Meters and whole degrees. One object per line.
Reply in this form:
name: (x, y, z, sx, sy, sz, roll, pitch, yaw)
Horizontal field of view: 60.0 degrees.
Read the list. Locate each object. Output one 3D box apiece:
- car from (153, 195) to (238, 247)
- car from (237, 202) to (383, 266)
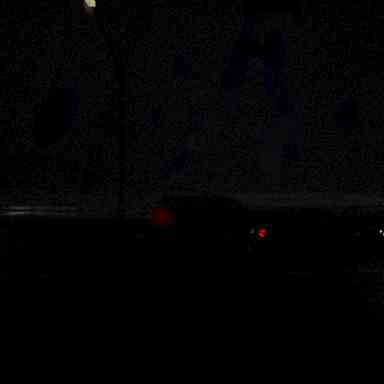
car: (1.112, 1.155, 14.327, 5.566, 2.045, 2.150, 0, 1, -4)
car: (4.073, 1.316, 11.096, 4.553, 1.767, 2.097, 0, 0, -6)
